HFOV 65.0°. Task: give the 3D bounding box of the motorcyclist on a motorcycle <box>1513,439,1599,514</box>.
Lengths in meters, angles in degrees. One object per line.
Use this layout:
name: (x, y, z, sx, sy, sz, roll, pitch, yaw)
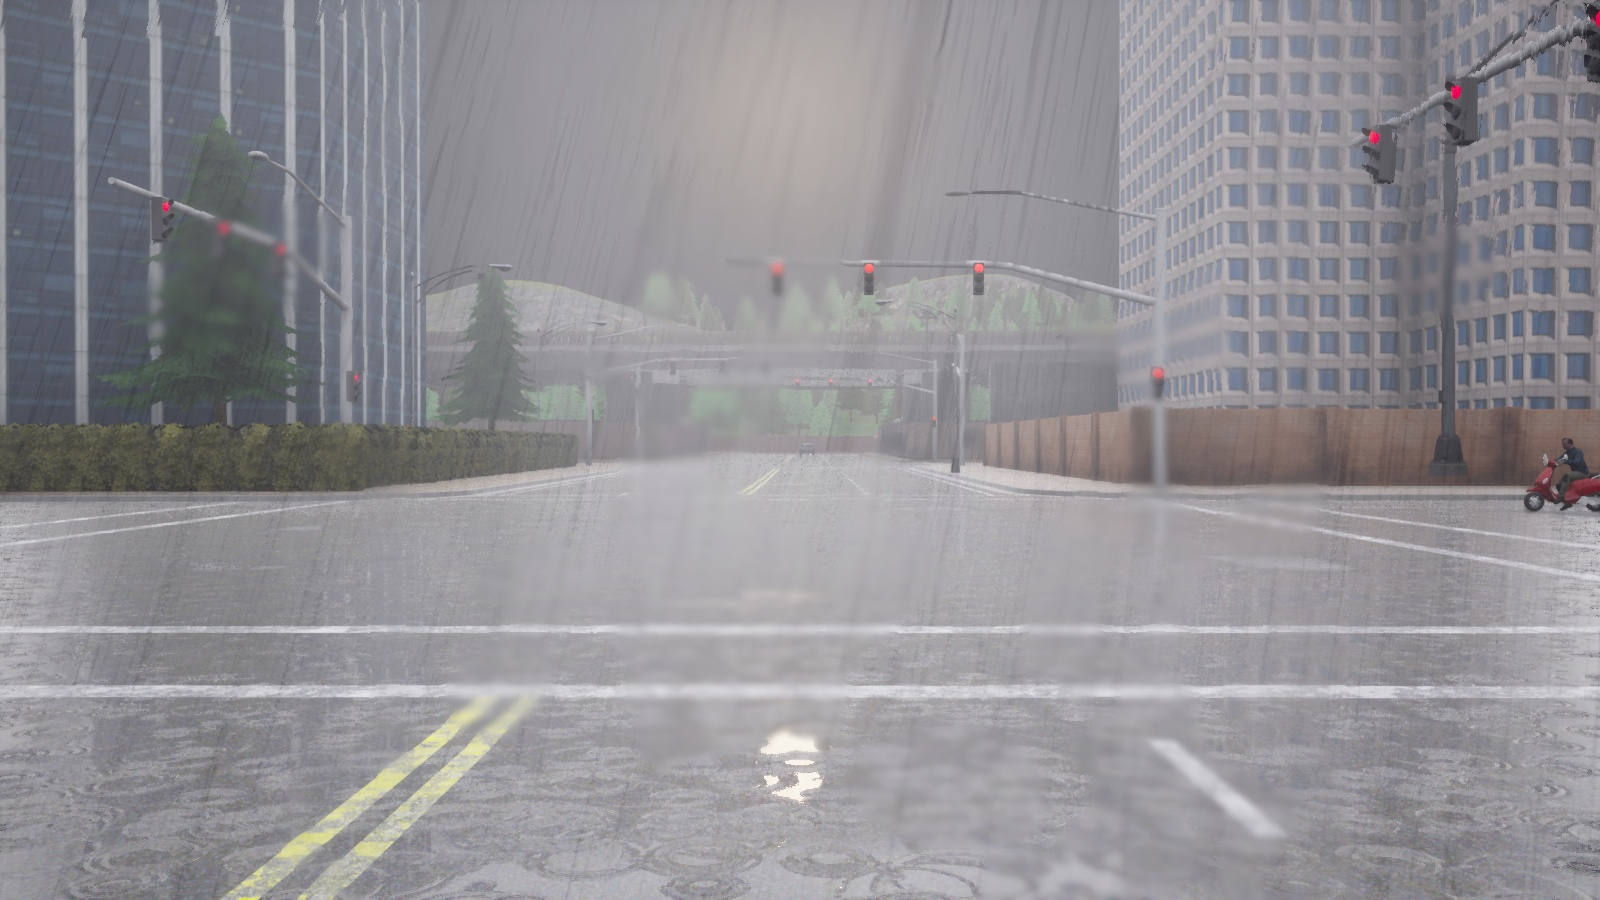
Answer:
motorcyclist on a motorcycle: (16.569, 0.560, 27.136, 1.817, 1.590, 0.866, 0, 0, 1)
